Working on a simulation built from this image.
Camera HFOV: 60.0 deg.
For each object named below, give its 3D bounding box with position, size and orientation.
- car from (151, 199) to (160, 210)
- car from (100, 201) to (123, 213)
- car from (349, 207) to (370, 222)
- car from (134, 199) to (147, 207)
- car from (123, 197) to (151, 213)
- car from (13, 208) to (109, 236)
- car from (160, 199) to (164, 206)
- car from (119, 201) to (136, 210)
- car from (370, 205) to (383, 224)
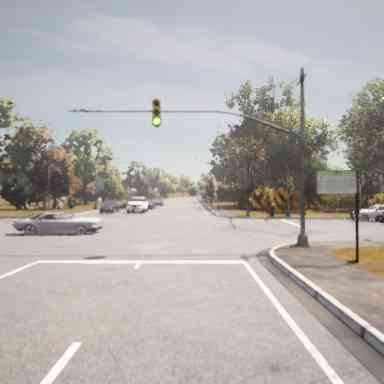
[{"bbox_3d":[-7.028,2.118,54.524,2.033,1.411,5.357,0,0,0],"label":"car"},{"bbox_3d":[-10.551,1.956,43.029,1.837,1.490,4.892,0,-1,0],"label":"car"},{"bbox_3d":[16.096,1.828,28.667,4.674,1.442,1.812,0,-1,3],"label":"car"},{"bbox_3d":[-10.426,2.216,68.046,1.837,1.490,4.892,0,-1,0],"label":"car"},{"bbox_3d":[-7.050,1.677,43.400,2.150,2.045,5.566,0,-1,0],"label":"car"},{"bbox_3d":[-7.642,1.806,19.418,4.718,1.301,1.895,0,-1,3],"label":"car"},{"bbox_3d":[-6.924,2.270,69.814,2.033,1.411,5.357,0,-1,0],"label":"car"},{"bbox_3d":[-10.518,2.138,54.743,1.994,1.385,4.181,0,-1,0],"label":"car"},{"bbox_3d":[16.267,1.829,25.151,4.181,1.385,1.994,0,-1,3],"label":"car"}]
